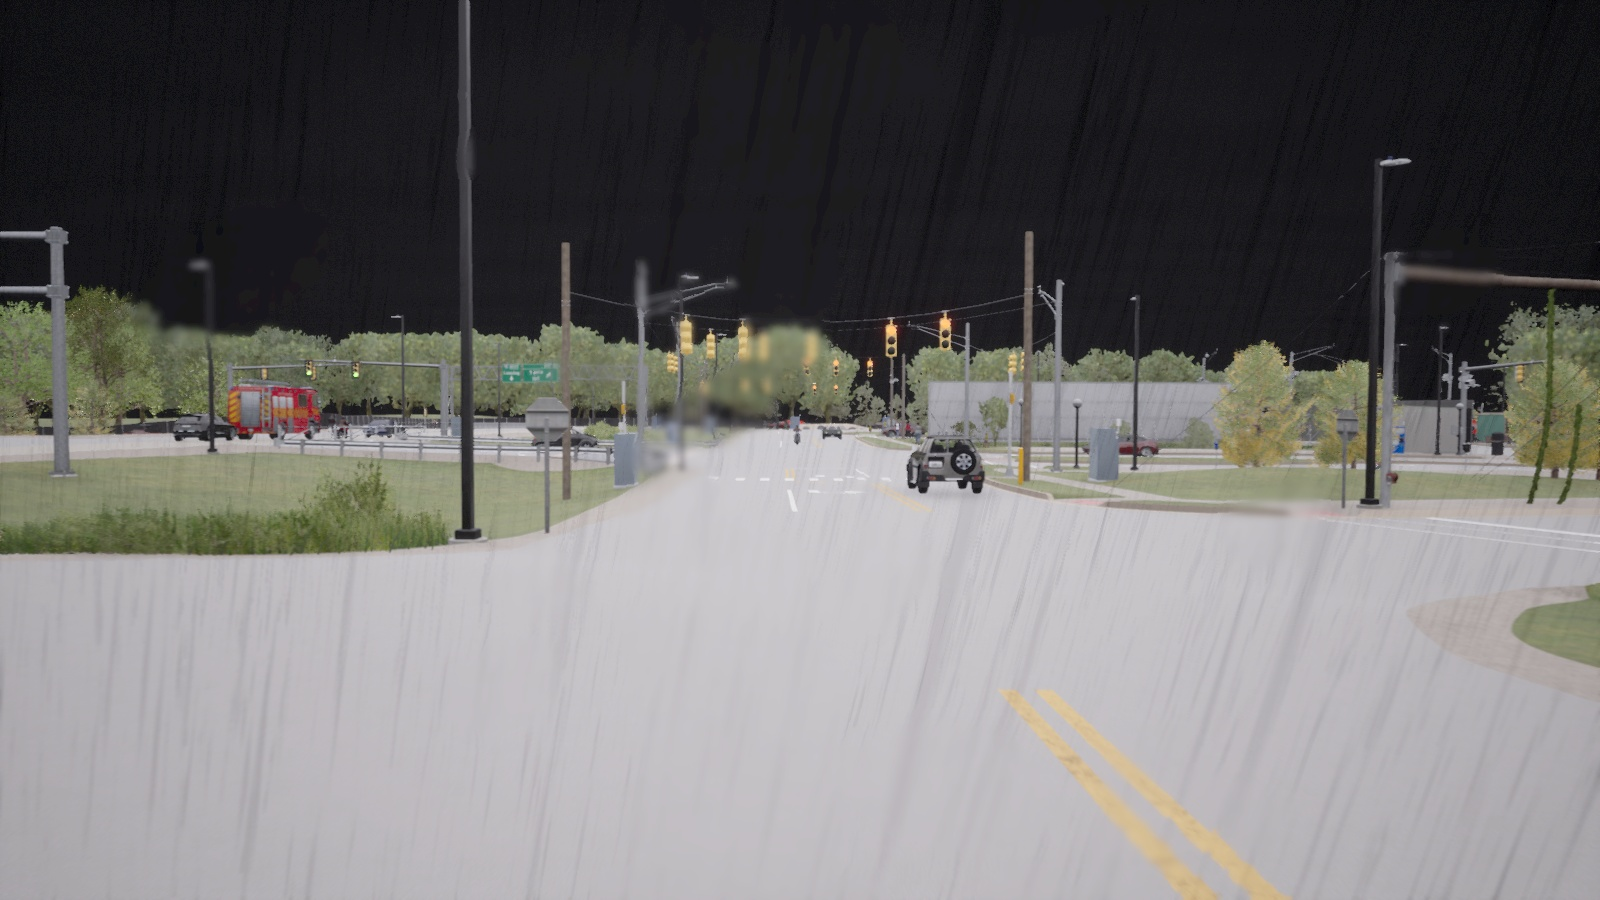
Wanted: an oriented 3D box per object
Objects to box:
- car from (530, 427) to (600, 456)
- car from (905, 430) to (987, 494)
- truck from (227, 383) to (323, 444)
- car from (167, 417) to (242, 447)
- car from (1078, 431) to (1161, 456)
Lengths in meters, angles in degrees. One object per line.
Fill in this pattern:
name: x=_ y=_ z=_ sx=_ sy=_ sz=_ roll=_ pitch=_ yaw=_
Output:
car: x=-13.381 y=-0.503 z=71.702 sx=3.705 sy=1.549 sz=1.789 roll=0 pitch=2 yaw=-4
car: x=4.471 y=0.326 z=39.142 sx=1.932 sy=1.855 sz=4.605 roll=0 pitch=1 yaw=-1
truck: x=-34.551 y=-2.359 z=83.085 sx=2.891 sy=3.827 sz=8.468 roll=0 pitch=1 yaw=-1
car: x=-34.390 y=-1.068 z=72.652 sx=2.033 sy=1.649 sz=4.856 roll=0 pitch=2 yaw=-1
car: x=20.474 y=-0.433 z=80.633 sx=4.792 sy=1.488 sz=2.163 roll=0 pitch=2 yaw=-1
